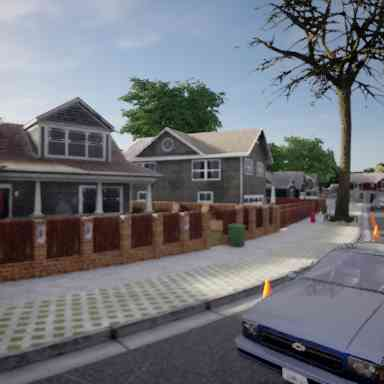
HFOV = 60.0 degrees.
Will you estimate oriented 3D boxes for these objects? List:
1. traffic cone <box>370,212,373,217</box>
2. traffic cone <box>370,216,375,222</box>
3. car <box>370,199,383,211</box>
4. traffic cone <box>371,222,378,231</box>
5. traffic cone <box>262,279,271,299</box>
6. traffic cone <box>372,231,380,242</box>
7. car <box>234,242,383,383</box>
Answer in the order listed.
[{"bbox_3d":[14.478,2.110,26.678,0.340,0.580,0.340,0,0,27],"label":"traffic cone"},{"bbox_3d":[12.173,2.085,22.241,0.340,0.580,0.340,0,0,27],"label":"traffic cone"},{"bbox_3d":[24.674,1.761,43.920,1.837,1.490,4.892,0,0,27],"label":"car"},{"bbox_3d":[9.868,2.059,17.804,0.340,0.580,0.340,0,0,27],"label":"traffic cone"},{"bbox_3d":[1.470,1.984,6.466,0.340,0.580,0.340,0,0,-44],"label":"traffic cone"},{"bbox_3d":[7.497,2.035,13.691,0.340,0.580,0.340,0,0,33],"label":"traffic cone"},{"bbox_3d":[3.003,1.578,5.334,5.357,1.411,2.033,0,0,-44],"label":"car"}]
